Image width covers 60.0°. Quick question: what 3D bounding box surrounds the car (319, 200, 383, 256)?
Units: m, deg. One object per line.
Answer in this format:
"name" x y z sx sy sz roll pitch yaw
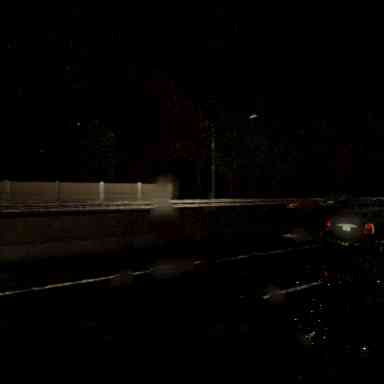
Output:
"car" 7.415 1.368 13.452 4.553 1.767 2.097 0 0 -35

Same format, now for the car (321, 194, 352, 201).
"car" 18.854 1.272 43.171 5.566 2.045 2.150 0 0 -35

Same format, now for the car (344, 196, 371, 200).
"car" 21.077 1.555 40.462 4.892 1.490 1.837 0 0 -35

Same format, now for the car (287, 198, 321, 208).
"car" 14.764 1.572 44.553 4.674 1.442 1.812 0 0 -35
